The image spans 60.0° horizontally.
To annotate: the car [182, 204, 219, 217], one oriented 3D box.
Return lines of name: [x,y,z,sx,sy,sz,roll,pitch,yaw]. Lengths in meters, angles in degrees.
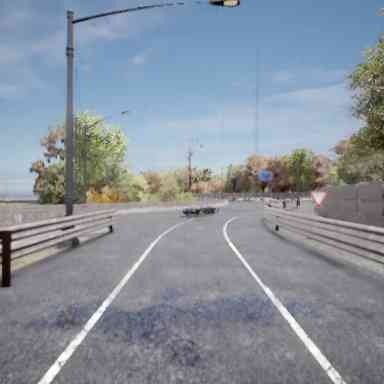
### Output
car: [1.008,1.932,35.753,1.895,1.301,4.718,0,-1,35]

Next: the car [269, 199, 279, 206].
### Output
car: [17.254,2.233,70.196,2.033,1.411,5.357,0,-1,13]
